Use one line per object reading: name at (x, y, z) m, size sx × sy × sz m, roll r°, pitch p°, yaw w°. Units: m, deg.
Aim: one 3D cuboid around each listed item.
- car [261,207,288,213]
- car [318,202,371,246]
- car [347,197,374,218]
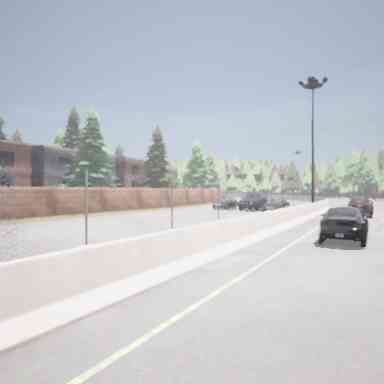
car at (8.165, 1.367, 32.280) m, size 2.128 × 1.511 × 4.902 m, roll 0°, pitch 0°, yaw 28°
car at (6.982, 1.447, 15.176) m, size 1.837 × 1.490 × 4.892 m, roll 0°, pitch 0°, yaw 29°
car at (15.427, 1.239, 30.524) m, size 2.097 × 1.767 × 4.553 m, roll 0°, pitch 0°, yaw 28°
